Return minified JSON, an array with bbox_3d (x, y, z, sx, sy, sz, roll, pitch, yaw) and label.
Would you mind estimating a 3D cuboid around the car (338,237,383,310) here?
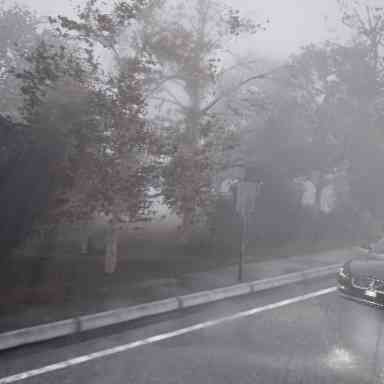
[{"bbox_3d":[5.189,1.597,7.382,4.892,1.490,1.837,1,0,-35],"label":"car"}]
